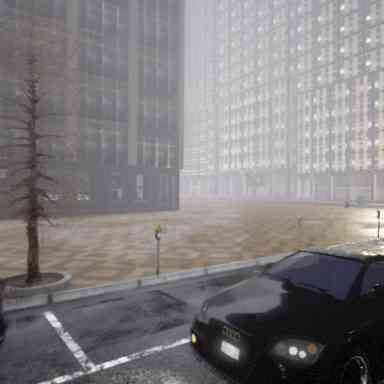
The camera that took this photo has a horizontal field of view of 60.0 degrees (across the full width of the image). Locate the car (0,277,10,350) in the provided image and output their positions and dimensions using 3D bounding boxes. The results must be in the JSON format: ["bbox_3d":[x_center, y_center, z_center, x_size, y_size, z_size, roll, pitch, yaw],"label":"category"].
[{"bbox_3d":[-4.329,1.569,3.463,4.313,1.339,1.947,0,1,-35],"label":"car"}]

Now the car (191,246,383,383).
[{"bbox_3d":[2.044,1.555,4.827,4.181,1.385,1.994,0,0,-35],"label":"car"}]
